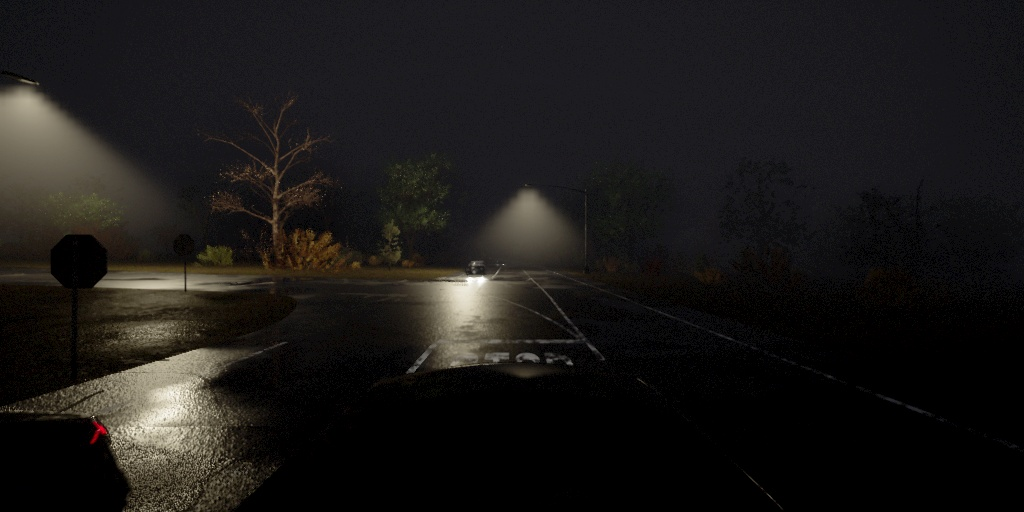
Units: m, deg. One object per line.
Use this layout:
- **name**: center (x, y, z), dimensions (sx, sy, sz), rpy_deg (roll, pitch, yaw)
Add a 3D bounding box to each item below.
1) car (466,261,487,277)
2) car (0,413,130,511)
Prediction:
- **car**: center (-3.536, 1.276, 36.238), dimensions (2.128, 1.511, 4.902), rpy_deg (0, 0, 0)
- **car**: center (-3.504, 1.317, 0.559), dimensions (1.994, 1.385, 4.181), rpy_deg (0, 0, 0)
